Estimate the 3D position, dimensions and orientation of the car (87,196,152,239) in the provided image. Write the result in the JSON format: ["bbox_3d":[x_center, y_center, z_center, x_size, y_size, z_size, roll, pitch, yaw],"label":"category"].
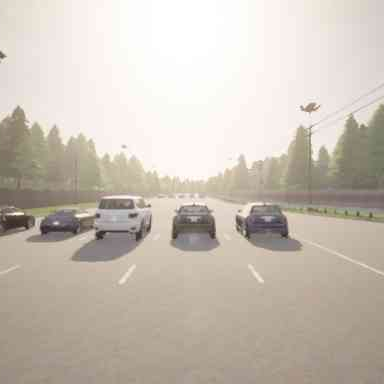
[{"bbox_3d":[-3.402,1.209,17.255,2.150,2.045,5.566,0,0,0],"label":"car"}]

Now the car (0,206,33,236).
[{"bbox_3d":[-10.404,1.478,18.131,2.128,1.511,4.902,0,0,0],"label":"car"}]

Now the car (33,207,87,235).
[{"bbox_3d":[-6.903,1.550,18.901,1.994,1.385,4.181,0,0,0],"label":"car"}]

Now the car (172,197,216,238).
[{"bbox_3d":[0.096,1.339,17.869,2.097,1.767,4.553,0,0,0],"label":"car"}]

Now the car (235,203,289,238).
[{"bbox_3d":[3.596,1.339,17.874,2.097,1.767,4.553,0,0,0],"label":"car"}]
